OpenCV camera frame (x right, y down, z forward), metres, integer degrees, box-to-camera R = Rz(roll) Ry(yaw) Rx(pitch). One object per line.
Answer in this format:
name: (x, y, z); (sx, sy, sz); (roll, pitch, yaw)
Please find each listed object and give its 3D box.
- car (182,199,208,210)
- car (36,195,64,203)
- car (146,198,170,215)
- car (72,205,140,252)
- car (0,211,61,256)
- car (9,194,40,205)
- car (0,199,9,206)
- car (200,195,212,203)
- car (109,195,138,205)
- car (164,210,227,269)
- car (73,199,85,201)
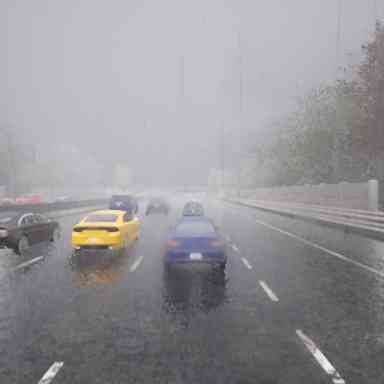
car: (0.093, 1.615, 29.066); (2.033, 1.411, 5.357); (0, 0, 0)
car: (-21.071, 1.615, 50.388); (2.128, 1.511, 4.902); (0, 0, 0)
car: (-3.410, 1.433, 34.382); (2.097, 1.767, 4.553); (0, 0, 0)
car: (-3.400, 1.507, 13.979); (1.882, 1.535, 5.008); (0, 0, 0)
car: (-6.901, 1.519, 13.267); (2.128, 1.511, 4.902); (0, 0, 0)
car: (-24.565, 1.342, 50.027); (2.150, 2.045, 5.566); (0, 0, 1)
car: (-28.064, 1.721, 49.123); (1.895, 1.301, 4.718); (0, 0, 1)
car: (3.485, 1.539, 77.169); (2.097, 1.767, 4.553); (0, 0, 0)
car: (-6.910, 1.301, 33.926); (2.150, 2.045, 5.566); (0, 0, 0)
car: (0.098, 1.549, 11.149); (1.812, 1.442, 4.674); (0, 0, 0)
car: (-17.569, 1.728, 51.349); (1.895, 1.301, 4.718); (0, 0, 0)
